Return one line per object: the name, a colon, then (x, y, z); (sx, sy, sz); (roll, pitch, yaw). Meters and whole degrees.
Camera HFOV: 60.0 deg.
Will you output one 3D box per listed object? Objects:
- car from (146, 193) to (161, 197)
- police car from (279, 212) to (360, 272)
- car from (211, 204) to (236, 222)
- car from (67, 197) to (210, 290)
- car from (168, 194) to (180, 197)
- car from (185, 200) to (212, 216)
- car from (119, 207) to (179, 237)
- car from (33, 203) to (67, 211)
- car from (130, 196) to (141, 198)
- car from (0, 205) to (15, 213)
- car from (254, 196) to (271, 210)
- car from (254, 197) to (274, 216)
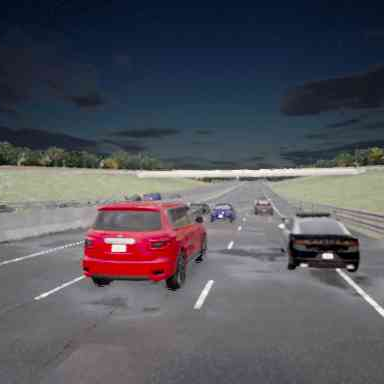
car: (-7.712, 1.164, 66.178); (2.150, 2.045, 5.566); (0, 1, 12)
police car: (4.048, 1.487, 11.223); (1.930, 1.638, 5.238); (0, 0, 11)
car: (2.691, 1.712, 28.122); (1.812, 1.442, 4.674); (0, 0, 11)
car: (-0.997, 1.287, 9.577); (2.150, 2.045, 5.566); (0, 0, 11)
car: (-3.678, 1.221, 68.457); (2.097, 1.767, 4.553); (0, 1, 11)
car: (0.772, 1.697, 36.436); (2.128, 1.511, 4.902); (0, 0, 11)
car: (-2.425, 1.699, 20.326); (2.033, 1.411, 5.357); (0, 0, 11)
car: (-11.769, 1.730, 28.210); (2.128, 1.511, 4.902); (0, 0, 11)
car: (-11.379, 1.486, 65.673); (1.837, 1.490, 4.892); (0, 1, 12)
car: (-15.843, 1.739, 25.663); (1.837, 1.490, 4.892); (0, 0, 11)
car: (9.647, 1.461, 45.719); (2.097, 1.767, 4.553); (0, 1, 11)
car: (7.683, 1.664, 35.567); (2.128, 1.511, 4.902); (0, 0, 12)
